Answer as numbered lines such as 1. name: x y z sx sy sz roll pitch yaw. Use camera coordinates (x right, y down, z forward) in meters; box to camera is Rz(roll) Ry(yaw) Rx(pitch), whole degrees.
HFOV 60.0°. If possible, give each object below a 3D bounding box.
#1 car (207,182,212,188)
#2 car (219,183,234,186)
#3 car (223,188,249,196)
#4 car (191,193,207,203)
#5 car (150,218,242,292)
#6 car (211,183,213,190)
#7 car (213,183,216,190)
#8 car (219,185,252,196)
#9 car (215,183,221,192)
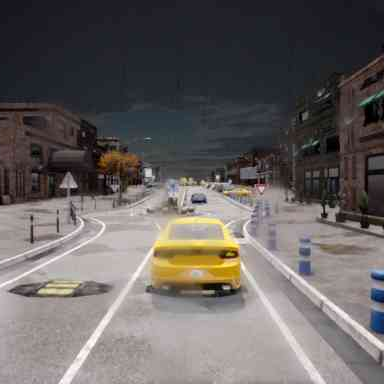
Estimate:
1. car: 7.846 -1.502 92.789 5.566 2.045 2.435 0 2 -1
2. car: 8.147 -0.353 65.250 4.553 1.767 2.185 0 2 -1
3. car: 8.212 -0.065 62.505 4.674 1.452 2.002 0 2 -1
4. car: 0.928 0.757 45.787 1.994 1.385 4.181 0 2 -1
5. car: 0.103 1.405 8.645 1.882 1.535 5.008 0 -1 1
6. car: 7.971 -0.982 84.531 5.008 1.535 2.097 0 2 -1
7. car: 8.033 -0.783 79.023 4.892 1.521 2.231 0 2 -1
8. car: 8.054 0.017 59.746 5.366 1.575 1.946 0 3 -1
9. car: 8.177 -0.597 67.998 5.566 2.045 2.435 0 2 -1
